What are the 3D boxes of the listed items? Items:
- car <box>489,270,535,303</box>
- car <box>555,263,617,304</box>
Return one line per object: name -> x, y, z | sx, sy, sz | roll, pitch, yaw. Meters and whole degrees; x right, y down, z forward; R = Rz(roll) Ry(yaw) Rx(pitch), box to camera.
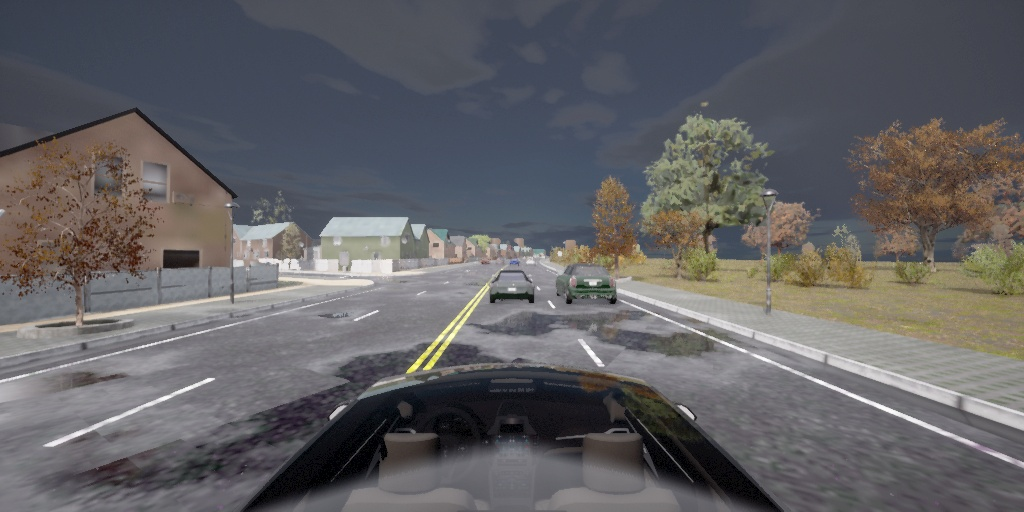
car -> 0.001, 1.325, 16.544 | 1.994, 1.385, 4.181 | 0, 0, 0
car -> 3.251, 1.119, 16.515 | 2.097, 1.767, 4.553 | 0, 0, 0
